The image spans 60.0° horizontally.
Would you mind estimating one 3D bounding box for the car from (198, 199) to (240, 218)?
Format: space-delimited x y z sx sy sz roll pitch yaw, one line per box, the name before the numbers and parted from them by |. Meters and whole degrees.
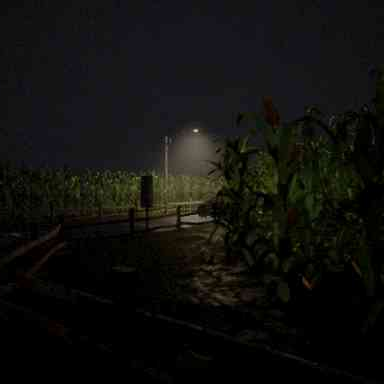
car | 2.383 1.354 27.223 1.837 1.490 4.892 0 0 36
